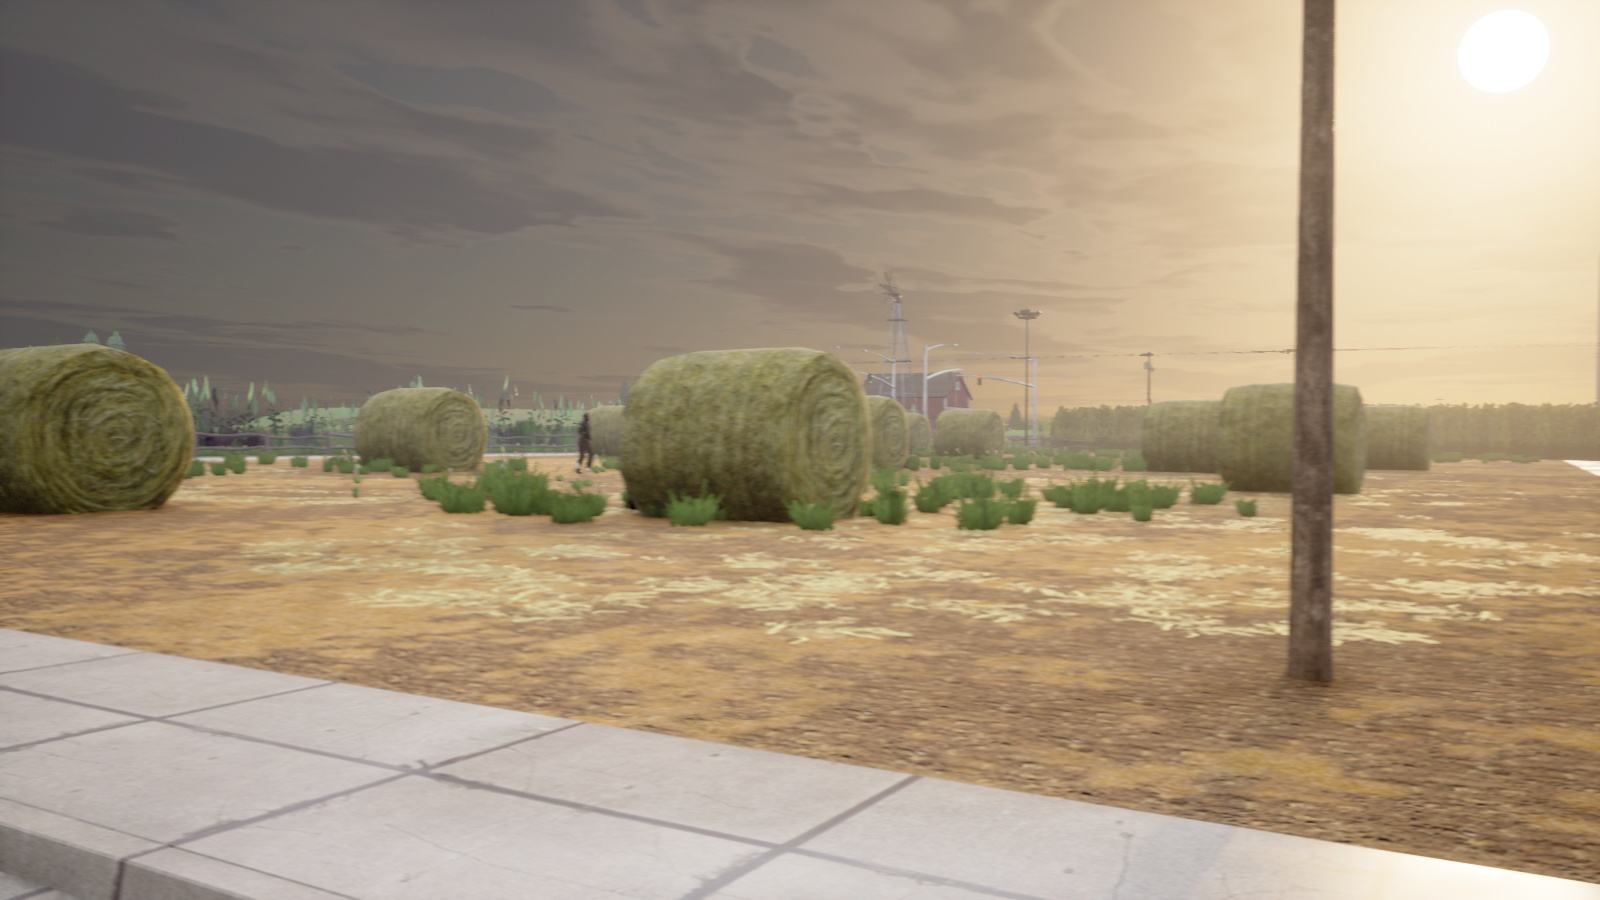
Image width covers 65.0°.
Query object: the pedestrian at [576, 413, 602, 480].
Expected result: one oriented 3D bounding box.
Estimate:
[{"bbox_3d":[-6.171,-0.104,36.731,0.692,1.930,0.395,0,1,40],"label":"pedestrian"}]
